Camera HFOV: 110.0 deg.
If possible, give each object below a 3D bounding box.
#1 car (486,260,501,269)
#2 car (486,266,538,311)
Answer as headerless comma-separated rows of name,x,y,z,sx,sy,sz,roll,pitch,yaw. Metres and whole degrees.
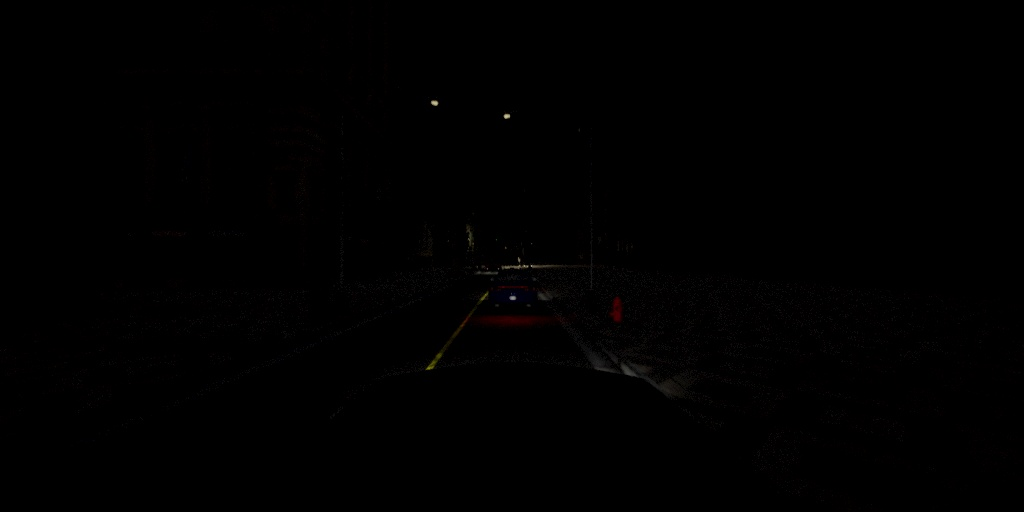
car,-3.042,1.630,60.033,2.150,2.045,5.566,0,-1,1
car,0.051,1.370,15.336,1.882,1.535,5.008,0,0,0
